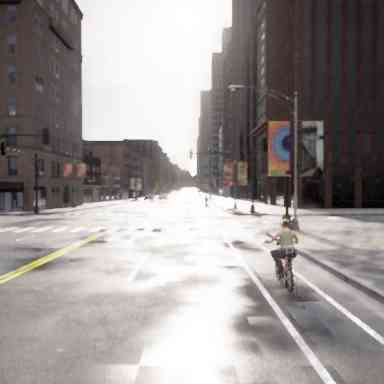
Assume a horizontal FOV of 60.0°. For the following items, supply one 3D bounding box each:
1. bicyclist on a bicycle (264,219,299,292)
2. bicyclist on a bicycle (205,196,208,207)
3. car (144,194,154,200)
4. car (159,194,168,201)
[{"bbox_3d":[2.191,1.435,7.941,0.866,1.612,1.509,0,0,1],"label":"bicyclist on a bicycle"},{"bbox_3d":[2.258,1.481,52.529,0.582,1.620,1.656,0,0,0],"label":"bicyclist on a bicycle"},{"bbox_3d":[-9.738,1.152,75.640,1.837,1.490,4.892,0,0,0],"label":"car"},{"bbox_3d":[-6.488,1.130,75.639,1.882,1.535,5.008,0,0,0],"label":"car"}]
